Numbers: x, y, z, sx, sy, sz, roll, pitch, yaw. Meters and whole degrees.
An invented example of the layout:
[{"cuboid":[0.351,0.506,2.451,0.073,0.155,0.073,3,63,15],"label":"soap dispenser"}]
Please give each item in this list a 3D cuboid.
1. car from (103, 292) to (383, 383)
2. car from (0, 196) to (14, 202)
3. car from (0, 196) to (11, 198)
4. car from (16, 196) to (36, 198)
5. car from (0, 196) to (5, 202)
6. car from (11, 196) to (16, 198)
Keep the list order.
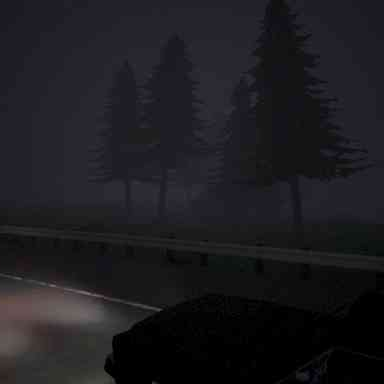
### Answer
[{"cuboid":[1.462,1.601,2.725,4.718,1.301,1.895,0,0,35],"label":"car"},{"cuboid":[-41.872,1.595,73.841,1.895,1.301,4.718,0,0,6],"label":"car"},{"cuboid":[-36.960,1.525,61.903,2.128,1.511,4.902,0,0,17],"label":"car"},{"cuboid":[-35.011,1.540,72.020,2.033,1.411,5.357,0,0,6],"label":"car"},{"cuboid":[-45.192,1.552,76.366,1.994,1.385,4.181,0,0,6],"label":"car"},{"cuboid":[-38.538,1.525,72.126,2.128,1.511,4.902,0,0,10],"label":"car"}]
